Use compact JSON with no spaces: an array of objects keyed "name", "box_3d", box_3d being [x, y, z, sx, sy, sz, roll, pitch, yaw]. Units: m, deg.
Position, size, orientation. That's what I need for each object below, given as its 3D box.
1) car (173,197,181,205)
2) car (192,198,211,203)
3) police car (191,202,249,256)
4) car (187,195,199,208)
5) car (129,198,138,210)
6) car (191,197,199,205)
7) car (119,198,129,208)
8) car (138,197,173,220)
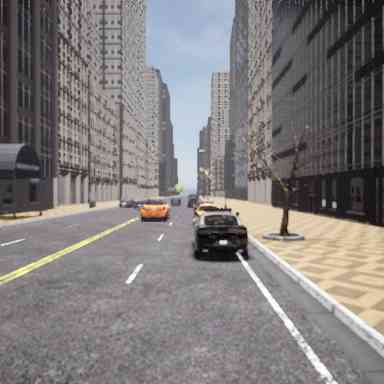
[{"name":"car","box_3d":[-2.895,1.614,60.007,2.128,1.511,4.902,0,0,0]},{"name":"car","box_3d":[1.075,1.488,23.468,1.801,1.575,5.366,0,0,0]},{"name":"police car","box_3d":[1.032,1.440,13.388,1.930,1.638,5.238,0,0,0]},{"name":"car","box_3d":[0.250,1.602,51.607,1.837,1.490,4.892,0,0,1]},{"name":"car","box_3d":[-6.405,1.568,43.490,2.128,1.511,4.902,0,0,0]},{"name":"car","box_3d":[1.099,1.522,29.278,1.882,1.535,5.008,0,0,0]},{"name":"car","box_3d":[-9.615,1.584,49.656,2.128,1.511,4.902,0,0,1]},{"name":"car","box_3d":[-3.030,1.394,28.594,2.097,1.767,4.553,0,0,0]}]
